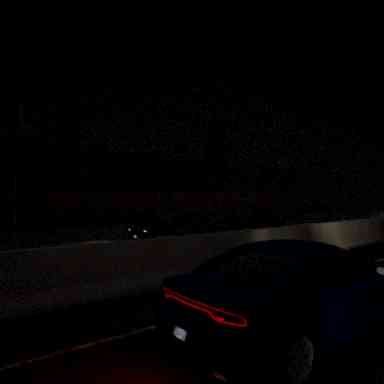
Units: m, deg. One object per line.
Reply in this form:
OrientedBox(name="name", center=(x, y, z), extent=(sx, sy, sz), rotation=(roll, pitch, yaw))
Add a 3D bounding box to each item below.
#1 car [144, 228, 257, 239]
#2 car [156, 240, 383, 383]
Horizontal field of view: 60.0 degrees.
OrientedBox(name="car", center=(0.783, 1.619, 13.771), extent=(4.902, 1.511, 2.128), rotation=(1, -1, -40))
OrientedBox(name="car", center=(1.815, 1.534, 5.438), extent=(5.008, 1.535, 1.882), rotation=(1, -1, -38))
